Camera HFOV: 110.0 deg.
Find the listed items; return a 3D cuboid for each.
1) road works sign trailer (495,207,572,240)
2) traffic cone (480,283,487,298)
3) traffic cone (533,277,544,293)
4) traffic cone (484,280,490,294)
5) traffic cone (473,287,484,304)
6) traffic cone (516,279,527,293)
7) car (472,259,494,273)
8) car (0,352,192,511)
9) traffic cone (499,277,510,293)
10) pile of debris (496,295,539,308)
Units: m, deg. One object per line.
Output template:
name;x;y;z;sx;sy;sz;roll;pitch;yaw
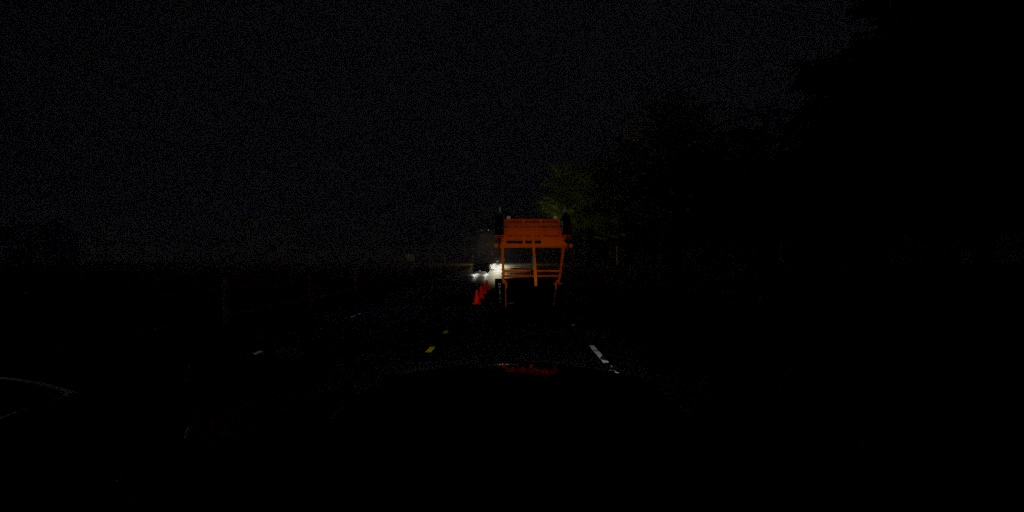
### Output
road works sign trailer;0.629;-2.366;10.118;2.380;3.560;2.880;0;0;0
traffic cone;-1.459;1.692;16.908;0.340;0.580;0.340;0;0;0
traffic cone;1.545;1.688;20.903;0.340;0.580;0.340;0;0;0
traffic cone;-1.455;1.690;18.909;0.340;0.580;0.340;0;0;0
traffic cone;-1.462;1.694;14.909;0.340;0.580;0.340;0;0;0
traffic cone;0.546;1.688;20.905;0.340;0.580;0.340;0;0;0
car;-3.527;1.250;42.071;2.033;1.411;5.357;0;0;0
car;-3.599;1.242;0.894;2.128;1.511;4.902;0;0;0
traffic cone;-0.453;1.688;20.906;0.340;0.580;0.340;0;0;0
pile of debris;0.022;1.904;14.912;1.860;0.140;1.500;0;0;0
